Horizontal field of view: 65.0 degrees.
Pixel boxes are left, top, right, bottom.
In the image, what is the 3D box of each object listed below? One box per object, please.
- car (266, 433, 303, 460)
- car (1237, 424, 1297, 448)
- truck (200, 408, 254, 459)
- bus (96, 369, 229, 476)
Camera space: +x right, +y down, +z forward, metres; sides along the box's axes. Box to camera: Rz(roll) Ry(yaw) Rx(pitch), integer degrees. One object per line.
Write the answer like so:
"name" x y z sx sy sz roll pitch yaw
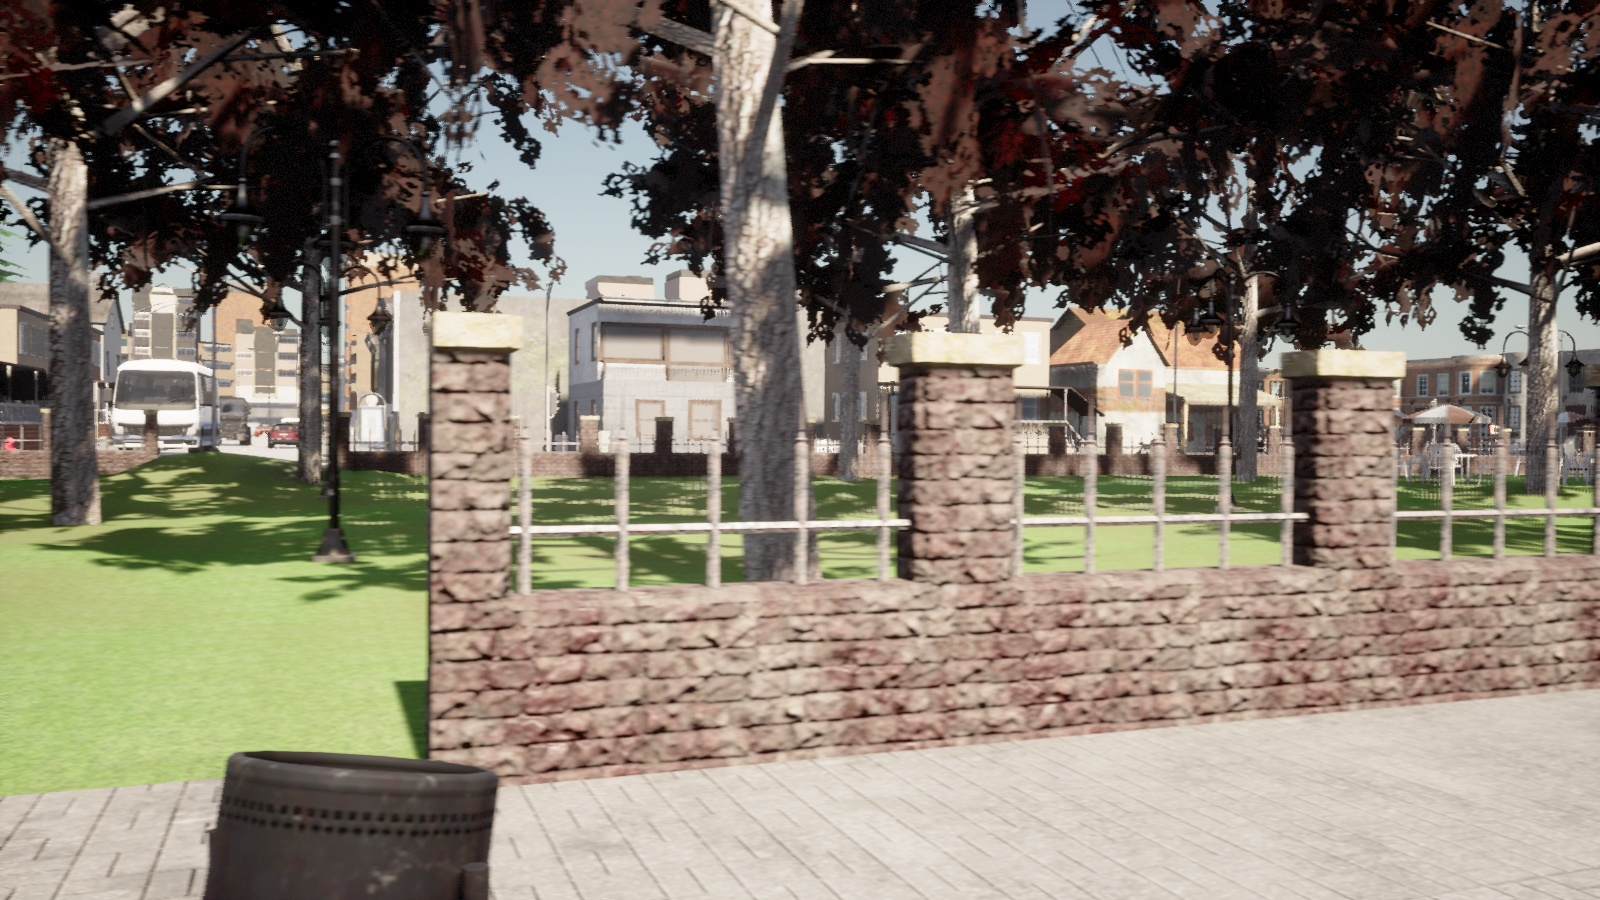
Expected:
"car" -33.273 -0.232 81.118 2.033 1.649 4.856 -1 1 -21
"car" 31.378 -0.937 84.494 1.789 1.549 3.705 -1 1 -21
"truck" -40.651 -1.197 89.255 2.891 3.462 7.936 -1 1 -21
"bus" -27.868 -1.180 55.485 3.944 4.253 10.273 -1 1 -20
